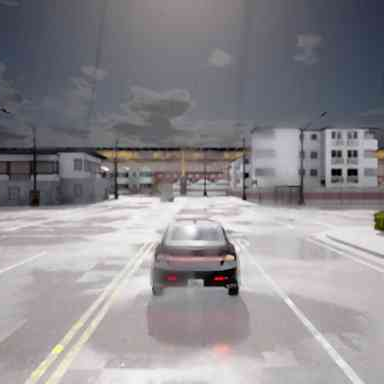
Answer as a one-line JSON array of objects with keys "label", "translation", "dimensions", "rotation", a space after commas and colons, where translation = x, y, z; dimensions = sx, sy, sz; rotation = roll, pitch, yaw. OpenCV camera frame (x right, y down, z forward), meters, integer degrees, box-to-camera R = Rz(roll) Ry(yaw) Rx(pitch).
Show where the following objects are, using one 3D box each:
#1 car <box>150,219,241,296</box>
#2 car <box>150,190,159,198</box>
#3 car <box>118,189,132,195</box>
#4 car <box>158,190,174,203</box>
[{"label": "car", "translation": [0.078, 1.430, 8.498], "dimensions": [2.128, 1.511, 4.902], "rotation": [0, 0, 0]}, {"label": "car", "translation": [-7.234, 0.376, 67.837], "dimensions": [1.837, 1.490, 4.892], "rotation": [1, 2, -23]}, {"label": "car", "translation": [-16.367, 0.073, 80.891], "dimensions": [1.812, 1.442, 4.674], "rotation": [0, 1, -43]}, {"label": "car", "translation": [-3.893, 0.708, 52.727], "dimensions": [2.097, 1.767, 4.553], "rotation": [0, 1, -5]}]
